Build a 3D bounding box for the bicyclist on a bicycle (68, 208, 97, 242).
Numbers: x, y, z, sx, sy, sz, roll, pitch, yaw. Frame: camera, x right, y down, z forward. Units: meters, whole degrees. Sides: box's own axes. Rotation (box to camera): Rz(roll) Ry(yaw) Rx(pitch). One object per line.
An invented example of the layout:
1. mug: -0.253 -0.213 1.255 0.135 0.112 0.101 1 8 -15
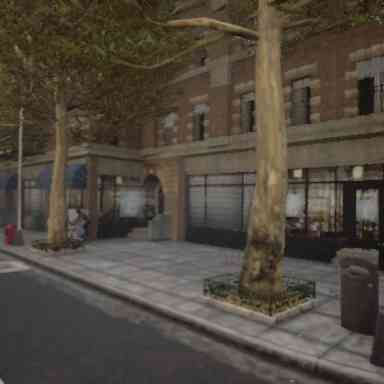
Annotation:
1. bicyclist on a bicycle: -5.170 1.578 15.512 0.582 1.620 1.656 0 -2 45
